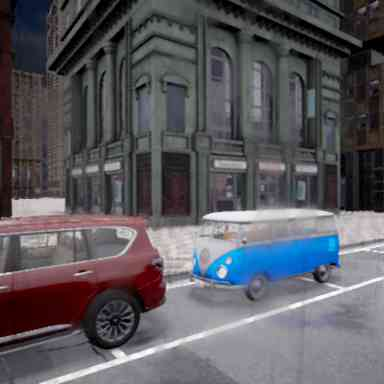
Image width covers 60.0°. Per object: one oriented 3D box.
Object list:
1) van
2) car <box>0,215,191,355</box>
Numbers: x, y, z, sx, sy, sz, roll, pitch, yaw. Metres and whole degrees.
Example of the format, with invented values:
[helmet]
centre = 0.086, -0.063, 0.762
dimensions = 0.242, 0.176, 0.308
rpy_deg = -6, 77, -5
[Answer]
[van]
centre = 1.857, 1.333, 7.985
dimensions = 3.998, 1.788, 1.690
rpy_deg = 0, 0, -36
[car]
centre = -2.727, 1.316, 4.706
dimensions = 5.009, 1.841, 2.192
rpy_deg = 0, 0, -36
